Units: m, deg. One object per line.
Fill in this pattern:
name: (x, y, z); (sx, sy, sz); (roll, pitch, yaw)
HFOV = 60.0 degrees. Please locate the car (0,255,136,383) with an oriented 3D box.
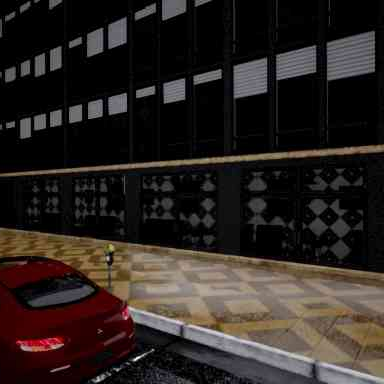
car: (-2.627, 1.582, 4.701); (4.206, 1.307, 1.802); (0, 0, 35)
